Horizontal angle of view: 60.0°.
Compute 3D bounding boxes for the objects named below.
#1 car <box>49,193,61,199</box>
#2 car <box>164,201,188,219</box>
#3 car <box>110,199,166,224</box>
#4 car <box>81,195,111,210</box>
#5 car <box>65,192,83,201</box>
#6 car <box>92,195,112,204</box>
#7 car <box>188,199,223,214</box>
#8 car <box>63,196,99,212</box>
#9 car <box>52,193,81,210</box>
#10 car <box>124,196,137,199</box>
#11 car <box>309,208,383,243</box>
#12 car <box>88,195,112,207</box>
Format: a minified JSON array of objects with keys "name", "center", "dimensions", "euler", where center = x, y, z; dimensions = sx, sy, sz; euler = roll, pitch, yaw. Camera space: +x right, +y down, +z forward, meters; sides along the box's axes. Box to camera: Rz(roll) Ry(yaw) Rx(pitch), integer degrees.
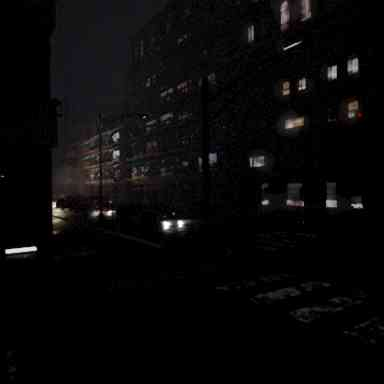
[{"name":"car","center":[-34.456,1.060,83.644],"dimensions":[1.752,1.417,4.829],"euler":[-1,1,-35]},{"name":"car","center":[-2.522,1.470,26.973],"dimensions":[1.994,1.385,4.181],"euler":[-1,1,-35]},{"name":"car","center":[-4.061,1.501,24.417],"dimensions":[1.887,1.381,4.507],"euler":[-1,1,-35]},{"name":"car","center":[-11.119,1.192,39.494],"dimensions":[2.097,1.767,4.553],"euler":[-1,1,-34]},{"name":"car","center":[-24.704,0.920,69.453],"dimensions":[2.192,1.841,5.009],"euler":[-1,1,-34]},{"name":"car","center":[-15.140,1.202,55.548],"dimensions":[1.752,1.417,4.829],"euler":[-1,1,-35]},{"name":"car","center":[1.137,1.344,32.057],"dimensions":[1.887,1.381,4.507],"euler":[-1,1,-34]},{"name":"car","center":[-12.288,1.440,36.612],"dimensions":[2.008,1.369,4.403],"euler":[-1,1,-34]},{"name":"car","center":[-15.508,1.304,41.294],"dimensions":[1.967,1.590,4.097],"euler":[-1,1,-35]},{"name":"car","center":[-8.701,1.251,46.183],"dimensions":[1.752,1.417,4.829],"euler":[-1,1,-35]},{"name":"car","center":[7.642,1.468,14.428],"dimensions":[4.902,1.511,2.128],"euler":[0,1,39]},{"name":"car","center":[-13.496,1.254,48.492],"dimensions":[1.837,1.490,4.892],"euler":[-1,1,-34]}]
